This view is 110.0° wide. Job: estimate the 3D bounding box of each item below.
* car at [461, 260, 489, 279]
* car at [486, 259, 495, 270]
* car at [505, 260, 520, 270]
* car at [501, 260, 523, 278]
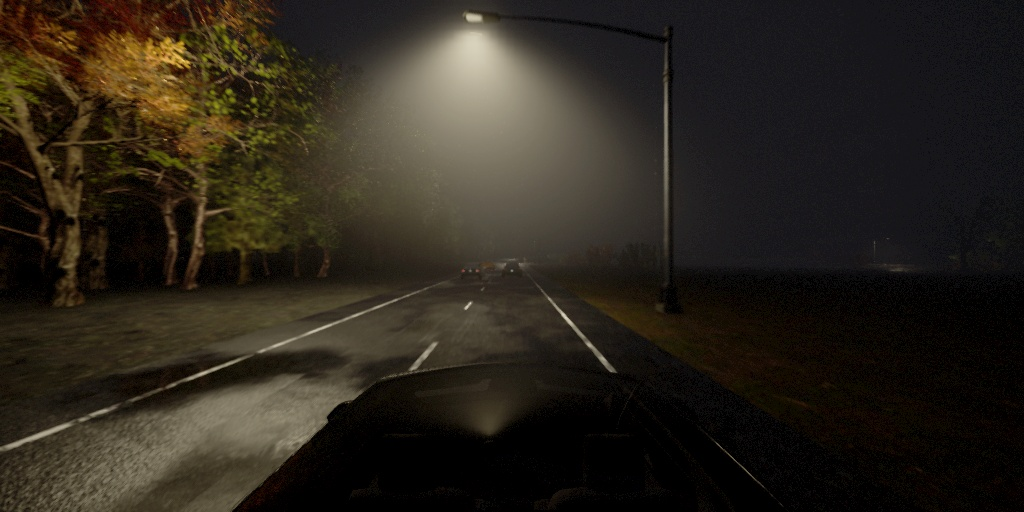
[{"bbox_3d":[-3.502,1.300,32.692,2.033,1.411,5.357,0,0,0],"label":"car"},{"bbox_3d":[-3.449,1.225,52.171,1.882,1.535,5.008,0,0,0],"label":"car"},{"bbox_3d":[0.051,1.295,52.314,2.033,1.411,5.357,0,0,0],"label":"car"},{"bbox_3d":[0.016,1.317,34.691,1.994,1.385,4.181,0,0,1],"label":"car"}]
